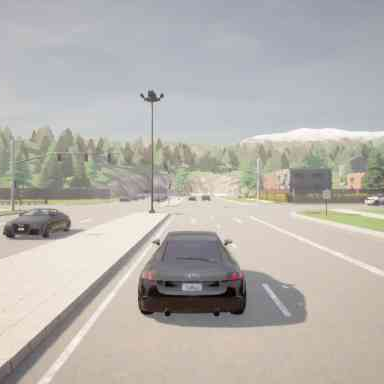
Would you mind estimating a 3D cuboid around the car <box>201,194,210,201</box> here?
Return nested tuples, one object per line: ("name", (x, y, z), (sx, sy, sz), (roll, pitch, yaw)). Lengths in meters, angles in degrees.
("car", (3.542, 1.355, 86.614), (2.097, 1.767, 4.553), (0, 0, 0))

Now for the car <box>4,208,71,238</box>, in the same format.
("car", (-8.013, 1.564, 17.625), (1.994, 1.385, 4.181), (0, 0, 1))

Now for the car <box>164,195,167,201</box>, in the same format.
("car", (-7.959, 1.524, 84.192), (1.812, 1.442, 4.674), (0, 0, 0))

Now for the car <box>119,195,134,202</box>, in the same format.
("car", (-14.964, 1.540, 74.580), (2.033, 1.411, 5.357), (0, 0, 0))

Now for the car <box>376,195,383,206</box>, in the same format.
("car", (31.343, 1.547, 50.079), (5.357, 1.411, 2.033), (0, 0, 0))

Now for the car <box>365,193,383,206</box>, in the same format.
("car", (30.938, 1.221, 53.563), (5.566, 2.045, 2.150), (0, 0, 0))

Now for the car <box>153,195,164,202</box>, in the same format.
("car", (-7.964, 1.524, 74.216), (1.812, 1.442, 4.674), (0, 0, 0))

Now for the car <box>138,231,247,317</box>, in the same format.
("car", (0.003, 1.563, 7.579), (1.994, 1.385, 4.181), (0, 0, 0))

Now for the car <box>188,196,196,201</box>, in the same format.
("car", (0.042, 1.595, 85.538), (1.895, 1.301, 4.718), (0, 0, 0))

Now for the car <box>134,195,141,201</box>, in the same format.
("car", (-14.958, 1.500, 84.961), (1.837, 1.490, 4.892), (0, 0, 0))
